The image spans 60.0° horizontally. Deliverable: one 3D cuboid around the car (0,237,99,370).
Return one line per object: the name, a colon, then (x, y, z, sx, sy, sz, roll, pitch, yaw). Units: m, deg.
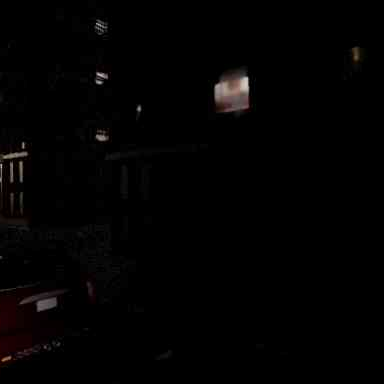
car: (-3.406, 1.436, 5.323, 4.097, 1.590, 1.967, 0, -1, 36)
